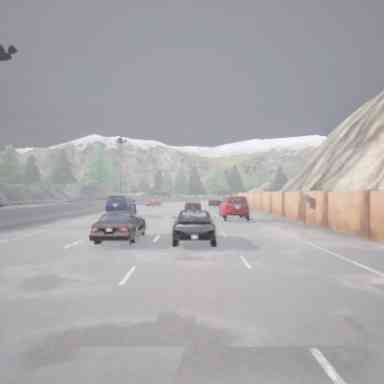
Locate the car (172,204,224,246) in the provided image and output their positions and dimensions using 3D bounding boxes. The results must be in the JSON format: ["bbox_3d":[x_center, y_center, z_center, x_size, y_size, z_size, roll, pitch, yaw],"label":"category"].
[{"bbox_3d":[0.102,1.552,15.470,2.128,1.511,4.902,0,0,0],"label":"car"}]

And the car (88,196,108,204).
[{"bbox_3d":[-19.785,1.693,70.006,2.128,1.511,4.902,0,0,10],"label":"car"}]

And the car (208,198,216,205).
[{"bbox_3d":[3.708,1.694,55.833,1.882,1.535,5.008,0,0,3],"label":"car"}]

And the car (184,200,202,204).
[{"bbox_3d":[0.110,1.630,39.259,1.882,1.535,5.008,0,0,0],"label":"car"}]

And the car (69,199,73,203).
[{"bbox_3d":[-23.467,1.628,69.033,2.033,1.411,5.357,0,0,6],"label":"car"}]

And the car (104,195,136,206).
[{"bbox_3d":[-6.892,1.347,32.606,2.150,2.045,5.566,0,0,0],"label":"car"}]

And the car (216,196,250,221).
[{"bbox_3d":[3.608,1.335,28.868,2.150,2.045,5.566,0,0,0],"label":"car"}]

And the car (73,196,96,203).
[{"bbox_3d":[-17.503,1.714,55.511,2.128,1.511,4.902,0,0,1],"label":"car"}]

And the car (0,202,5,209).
[{"bbox_3d":[-28.026,1.778,45.934,1.895,1.301,4.718,0,0,1],"label":"car"}]

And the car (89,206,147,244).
[{"bbox_3d":[-3.393,1.610,16.094,2.033,1.411,5.357,0,0,0],"label":"car"}]

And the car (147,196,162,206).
[{"bbox_3d":[-6.621,1.582,59.476,2.097,1.767,4.553,0,0,4],"label":"car"}]
